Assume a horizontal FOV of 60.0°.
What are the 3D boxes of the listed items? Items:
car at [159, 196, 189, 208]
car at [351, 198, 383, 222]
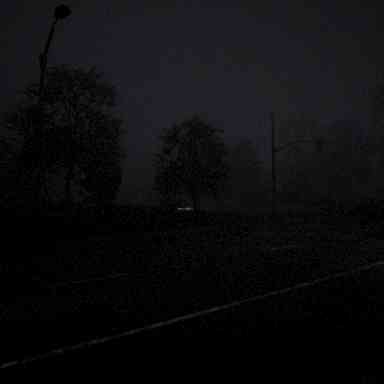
[{"bbox_3d":[-2.238,1.198,40.130,1.994,1.385,4.181,-2,1,-39],"label":"car"},{"bbox_3d":[12.392,1.174,20.448,1.837,1.490,4.892,-1,1,-33],"label":"car"}]
